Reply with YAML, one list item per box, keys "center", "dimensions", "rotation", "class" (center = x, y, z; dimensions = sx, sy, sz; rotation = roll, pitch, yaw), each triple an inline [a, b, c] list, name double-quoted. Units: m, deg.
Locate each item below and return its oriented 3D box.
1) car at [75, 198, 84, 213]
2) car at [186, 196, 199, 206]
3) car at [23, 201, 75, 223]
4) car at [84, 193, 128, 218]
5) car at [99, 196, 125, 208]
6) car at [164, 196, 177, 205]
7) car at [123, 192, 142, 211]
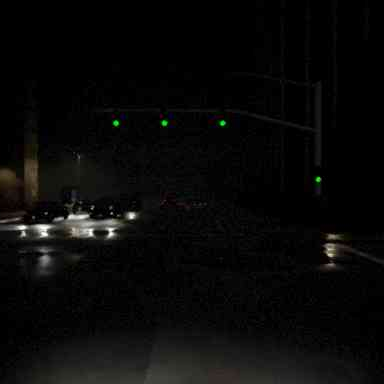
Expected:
- center: [-10.540, 1.320, 33.712]
  dimensions: [2.128, 1.511, 4.902]
  rotation: [0, 0, 0]
  class: "car"
- center: [0.077, 1.274, 49.492]
  dimensions: [1.812, 1.442, 4.674]
  rotation: [0, 0, 0]
  class: "car"
- center: [-10.542, 1.401, 24.443]
  dimensions: [1.812, 1.442, 4.674]
  rotation: [0, 0, 0]
  class: "car"
- center: [-7.054, 1.210, 27.942]
  dimensions: [2.097, 1.767, 4.553]
  rotation: [0, 0, 0]
  class: "car"
- center: [-10.484, 1.269, 43.895]
  dimensions: [2.128, 1.511, 4.902]
  rotation: [0, 0, 1]
  class: "car"
- center: [-3.304, 1.289, 50.859]
  dimensions: [2.033, 1.411, 5.357]
  rotation: [0, 0, -1]
  class: "car"
- center: [-7.028, 1.031, 37.443]
  dimensions: [2.150, 2.045, 5.566]
  rotation: [0, 0, 0]
  class: "car"
